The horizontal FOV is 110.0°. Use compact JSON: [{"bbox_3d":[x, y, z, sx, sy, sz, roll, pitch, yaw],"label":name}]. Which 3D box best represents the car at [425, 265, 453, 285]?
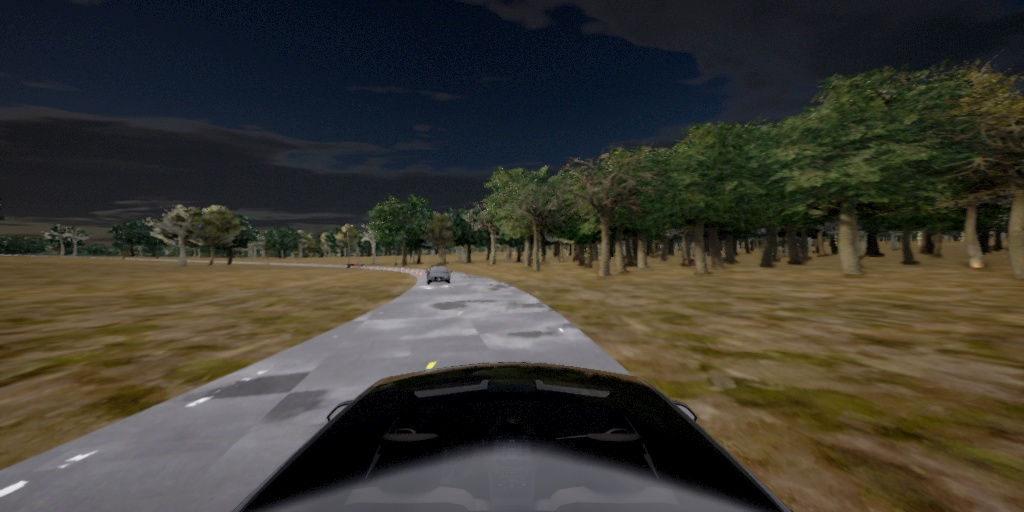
[{"bbox_3d":[-6.016,1.538,29.515,1.837,1.490,4.892,-1,0,-12],"label":"car"}]

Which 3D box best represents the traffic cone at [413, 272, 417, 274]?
[{"bbox_3d":[-13.215,2.235,50.013,0.340,0.580,0.340,0,0,-22],"label":"traffic cone"}]

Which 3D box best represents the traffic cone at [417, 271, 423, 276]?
[{"bbox_3d":[-11.502,2.184,45.424,0.340,0.580,0.340,0,0,-19],"label":"traffic cone"}]
